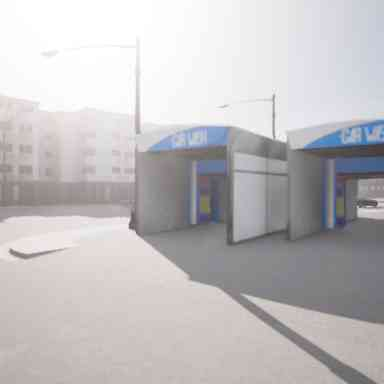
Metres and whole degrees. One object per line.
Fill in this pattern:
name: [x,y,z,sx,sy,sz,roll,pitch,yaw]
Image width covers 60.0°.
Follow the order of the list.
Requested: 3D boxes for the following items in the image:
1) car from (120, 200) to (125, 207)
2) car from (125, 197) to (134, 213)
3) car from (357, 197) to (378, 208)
car: [-7.237,1.282,44.440,4.674,1.442,1.812,0,0,-35]
car: [-3.223,1.374,29.388,1.812,1.442,4.674,0,0,44]
car: [24.049,1.417,47.010,4.902,1.511,2.128,0,0,-24]
